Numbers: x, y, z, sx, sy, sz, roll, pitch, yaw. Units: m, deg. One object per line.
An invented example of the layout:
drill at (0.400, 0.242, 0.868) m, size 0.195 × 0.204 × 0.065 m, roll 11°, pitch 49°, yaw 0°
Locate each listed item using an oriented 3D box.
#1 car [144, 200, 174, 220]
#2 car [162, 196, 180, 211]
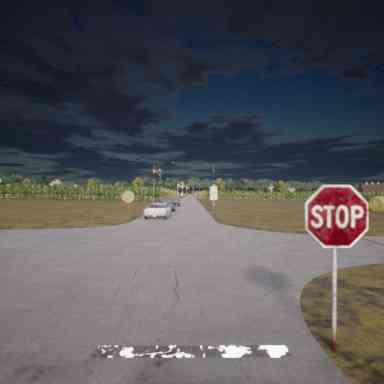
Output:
car at (-2.949, 1.627, 28.802) m, size 1.895 × 1.301 × 4.718 m, roll 0°, pitch 0°, yaw 1°
car at (-2.915, 1.547, 39.280) m, size 2.128 × 1.511 × 4.902 m, roll 0°, pitch 0°, yaw 0°
